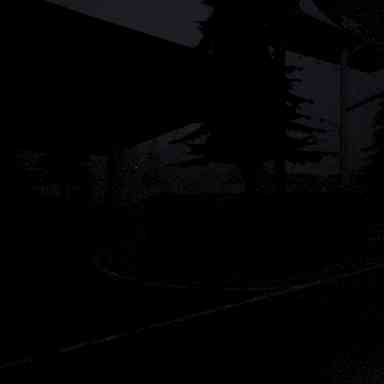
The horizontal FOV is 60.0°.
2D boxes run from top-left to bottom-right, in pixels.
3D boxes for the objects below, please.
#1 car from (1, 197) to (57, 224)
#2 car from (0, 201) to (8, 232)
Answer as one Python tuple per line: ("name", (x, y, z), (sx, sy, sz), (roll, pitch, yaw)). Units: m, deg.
("car", (-11.803, 1.315, 23.598), (3.866, 1.878, 1.905), (0, 0, -36))
("car", (-12.003, 1.480, 16.468), (4.611, 1.667, 2.242), (0, 0, -36))
